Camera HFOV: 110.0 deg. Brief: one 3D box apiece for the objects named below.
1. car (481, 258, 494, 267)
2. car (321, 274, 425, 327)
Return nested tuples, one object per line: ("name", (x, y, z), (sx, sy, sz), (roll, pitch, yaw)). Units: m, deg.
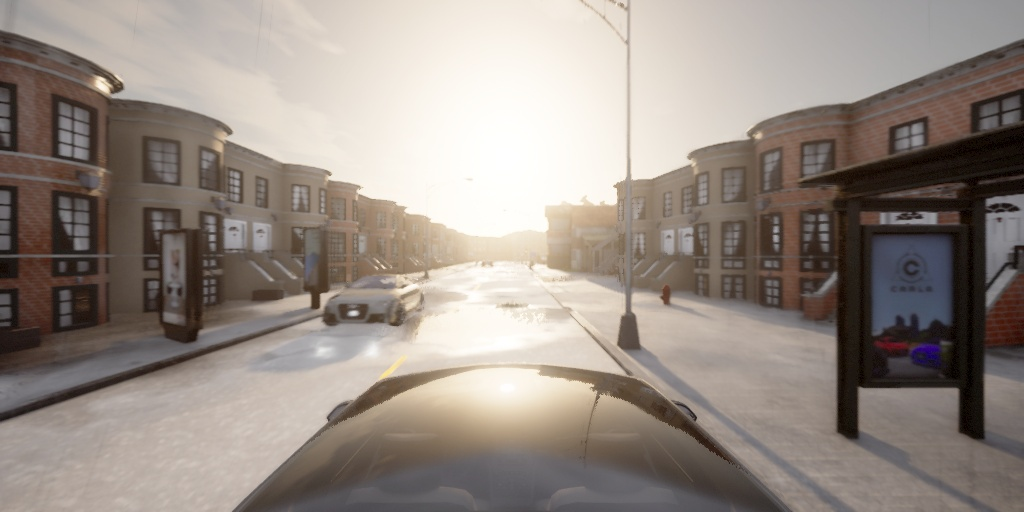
("car", (-4.029, 1.015, 59.616), (2.128, 1.511, 4.902), (0, 0, 0))
("car", (-4.102, 1.276, 11.251), (1.994, 1.385, 4.181), (0, 0, 0))
